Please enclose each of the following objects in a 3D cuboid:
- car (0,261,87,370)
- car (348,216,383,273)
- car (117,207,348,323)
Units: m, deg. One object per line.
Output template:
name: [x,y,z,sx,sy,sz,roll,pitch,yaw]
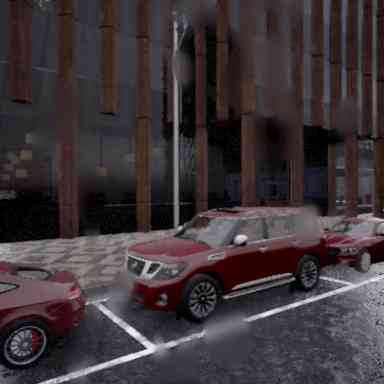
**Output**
car: [-3.494,1.585,4.156,4.206,1.307,1.802,0,0,-35]
car: [5.394,1.493,10.489,4.507,1.381,1.887,0,0,-35]
car: [0.949,1.290,7.322,5.009,1.841,2.192,0,0,-35]
